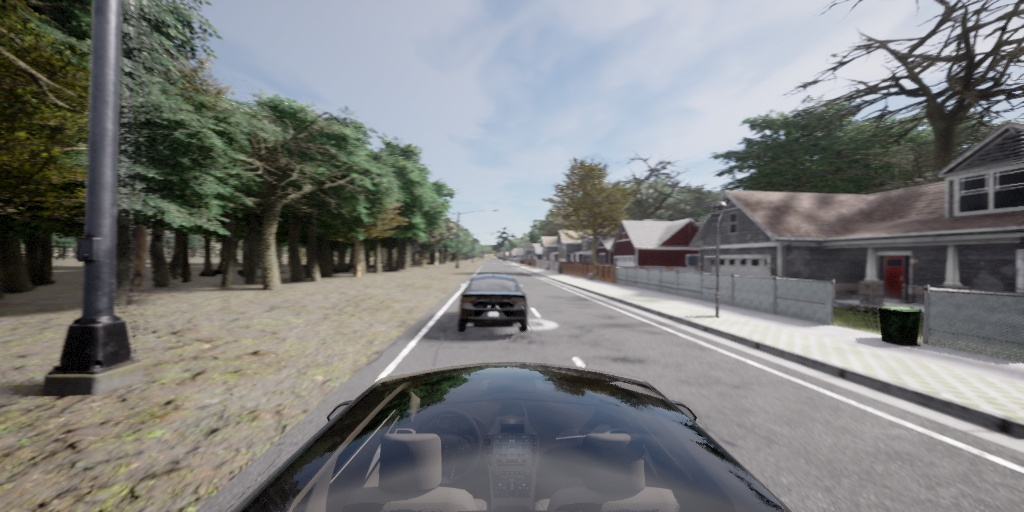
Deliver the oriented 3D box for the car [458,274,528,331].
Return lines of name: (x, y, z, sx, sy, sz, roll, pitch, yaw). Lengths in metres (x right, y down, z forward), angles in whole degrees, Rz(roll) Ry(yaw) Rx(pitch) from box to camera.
car: (-0.611, 1.308, 11.335, 1.882, 1.535, 5.008, 1, -1, -4)
